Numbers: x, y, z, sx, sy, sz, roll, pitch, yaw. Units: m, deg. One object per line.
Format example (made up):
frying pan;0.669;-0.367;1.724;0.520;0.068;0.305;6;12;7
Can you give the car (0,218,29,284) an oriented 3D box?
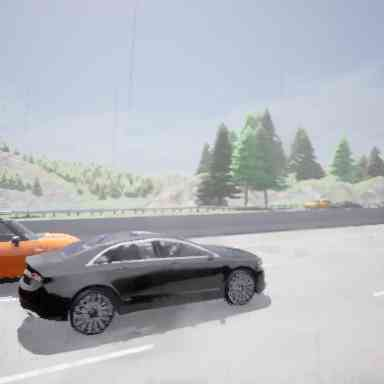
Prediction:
car;-4.962;1.429;8.452;4.553;1.767;2.097;0;0;-28

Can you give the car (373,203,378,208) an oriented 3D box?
car;23.471;1.487;38.922;4.553;1.767;2.097;0;0;-23

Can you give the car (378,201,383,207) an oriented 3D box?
car;12.391;1.407;17.574;4.553;1.767;2.097;0;0;-28

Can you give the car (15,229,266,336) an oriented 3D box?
car;-0.744;1.538;6.714;4.902;1.511;2.128;0;0;-28

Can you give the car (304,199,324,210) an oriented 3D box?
car;16.929;1.670;43.618;5.008;1.535;1.882;0;0;-25

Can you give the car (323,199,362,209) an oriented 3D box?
car;18.622;1.730;40.544;4.181;1.385;1.994;0;0;-25
